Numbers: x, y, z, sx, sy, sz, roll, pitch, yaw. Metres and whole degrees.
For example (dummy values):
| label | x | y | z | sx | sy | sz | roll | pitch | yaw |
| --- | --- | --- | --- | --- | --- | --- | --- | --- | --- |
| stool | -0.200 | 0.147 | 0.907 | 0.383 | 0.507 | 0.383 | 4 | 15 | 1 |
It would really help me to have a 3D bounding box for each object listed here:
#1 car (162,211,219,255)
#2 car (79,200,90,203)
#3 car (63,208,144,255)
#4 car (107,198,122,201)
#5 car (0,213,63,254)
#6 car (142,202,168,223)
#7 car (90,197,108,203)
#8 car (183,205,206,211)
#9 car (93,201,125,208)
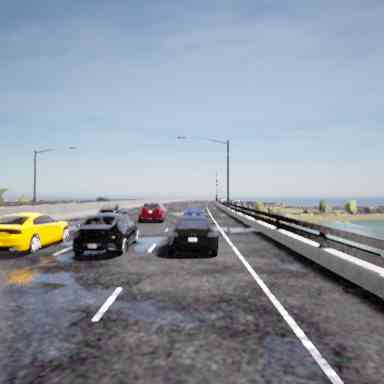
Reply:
| label | x | y | z | sx | sy | sz | roll | pitch | yaw |
| --- | --- | --- | --- | --- | --- | --- | --- | --- | --- |
| car | 0.049 | 1.705 | 13.973 | 1.994 | 1.385 | 4.181 | 0 | -1 | 1 |
| car | -23.060 | 2.376 | 72.309 | 1.994 | 1.385 | 4.181 | 0 | -1 | 2 |
| car | -3.452 | 1.649 | 13.995 | 1.837 | 1.490 | 4.892 | 0 | 0 | 1 |
| car | -16.067 | 2.358 | 71.996 | 2.033 | 1.411 | 5.357 | 0 | -1 | 2 |
| car | -6.948 | 1.621 | 14.202 | 1.882 | 1.535 | 5.008 | 0 | 0 | 1 |
| car | -3.284 | 1.650 | 28.704 | 2.097 | 1.767 | 4.553 | 0 | -1 | 1 |
| car | -19.565 | 2.045 | 72.127 | 2.150 | 2.045 | 5.566 | 0 | -1 | 2 |
| car | 0.213 | 1.846 | 28.566 | 2.033 | 1.411 | 5.357 | 0 | -1 | 1 |
| car | -6.778 | 1.797 | 28.988 | 2.128 | 1.511 | 4.902 | 0 | -1 | 1 |
